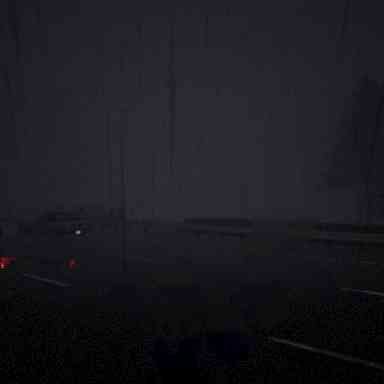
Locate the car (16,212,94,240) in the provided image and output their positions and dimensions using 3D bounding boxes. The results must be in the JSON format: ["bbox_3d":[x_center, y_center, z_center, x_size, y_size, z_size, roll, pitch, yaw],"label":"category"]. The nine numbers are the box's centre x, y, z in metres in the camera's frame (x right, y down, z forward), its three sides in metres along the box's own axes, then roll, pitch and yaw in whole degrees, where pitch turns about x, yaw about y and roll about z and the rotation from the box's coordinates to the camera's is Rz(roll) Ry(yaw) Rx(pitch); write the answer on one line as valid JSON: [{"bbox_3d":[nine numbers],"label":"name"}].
[{"bbox_3d":[-7.489,1.749,17.942,4.718,1.301,1.895,-1,0,36],"label":"car"}]

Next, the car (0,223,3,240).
[{"bbox_3d":[-10.934,1.690,16.101,4.674,1.442,1.812,-1,0,36],"label":"car"}]
